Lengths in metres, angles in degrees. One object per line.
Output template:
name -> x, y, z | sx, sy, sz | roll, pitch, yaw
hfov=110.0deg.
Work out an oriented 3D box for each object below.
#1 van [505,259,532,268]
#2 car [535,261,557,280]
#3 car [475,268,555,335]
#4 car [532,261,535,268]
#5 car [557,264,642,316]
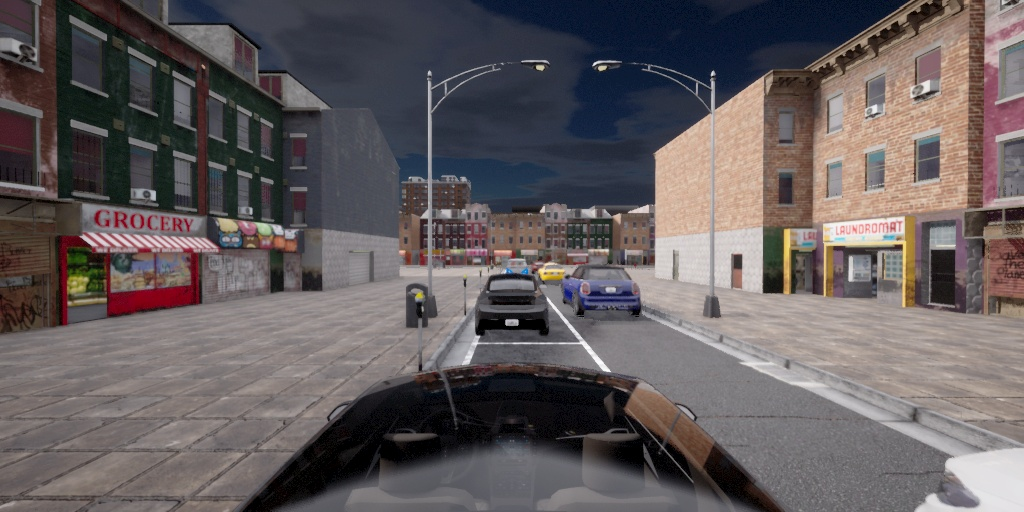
van -> 0.382, 1.095, 27.349 | 1.690, 1.789, 3.998 | 0, 0, 0
car -> 3.022, 1.210, 27.545 | 1.801, 1.575, 5.366 | 0, 0, 0
car -> 0.000, 1.253, 10.501 | 1.837, 1.490, 4.892 | 0, 0, 0
car -> 3.120, 1.289, 41.229 | 1.812, 1.442, 4.674 | 0, 0, 0
car -> 3.120, 1.101, 13.435 | 2.097, 1.767, 4.553 | 0, 0, 0
